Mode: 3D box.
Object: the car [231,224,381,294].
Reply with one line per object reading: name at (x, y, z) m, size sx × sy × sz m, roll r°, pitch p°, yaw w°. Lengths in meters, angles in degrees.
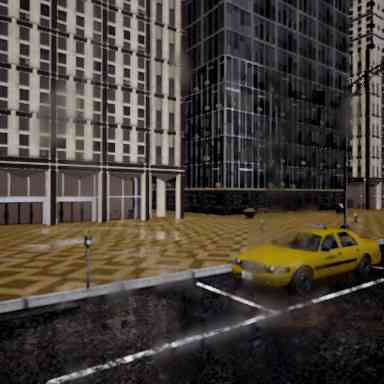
car at (3.192, 1.554, 8.834) m, size 4.829 × 1.417 × 1.752 m, roll 0°, pitch 0°, yaw -35°
